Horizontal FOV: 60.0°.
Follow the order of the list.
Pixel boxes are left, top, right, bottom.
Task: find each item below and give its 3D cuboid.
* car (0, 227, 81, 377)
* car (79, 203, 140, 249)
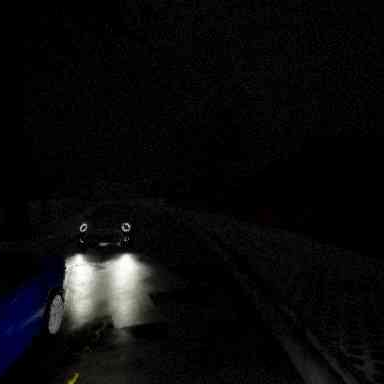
[{"bbox_3d":[-2.980,1.462,3.628,1.882,1.535,5.008,0,0,-2],"label":"car"},{"bbox_3d":[-3.442,1.334,14.396,2.097,1.767,4.553,0,0,-5],"label":"car"}]
